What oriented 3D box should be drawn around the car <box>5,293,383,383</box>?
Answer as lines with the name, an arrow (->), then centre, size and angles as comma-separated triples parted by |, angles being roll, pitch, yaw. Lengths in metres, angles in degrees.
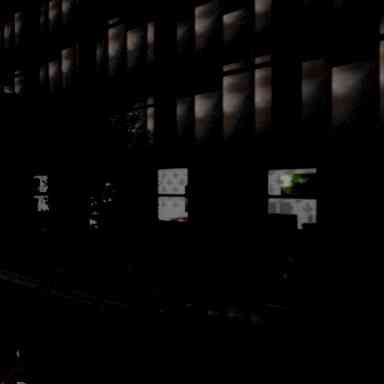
car -> 0.129, 1.579, 2.782 | 4.206, 1.307, 1.802 | 0, 0, 36
